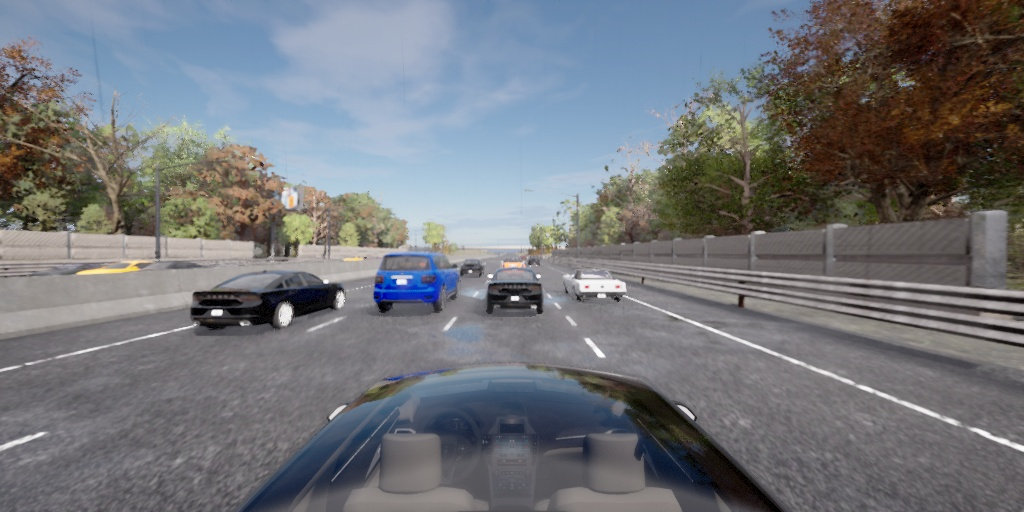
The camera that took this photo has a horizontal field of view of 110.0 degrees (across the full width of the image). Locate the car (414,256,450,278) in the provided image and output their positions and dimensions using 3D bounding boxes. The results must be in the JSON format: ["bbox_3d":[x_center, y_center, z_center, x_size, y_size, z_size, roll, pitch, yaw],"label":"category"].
[{"bbox_3d":[-6.905,0.859,31.484,2.097,1.767,4.553,0,0,0],"label":"car"}]

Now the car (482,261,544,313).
[{"bbox_3d":[0.098,1.130,13.500,1.882,1.535,5.008,0,1,0],"label":"car"}]

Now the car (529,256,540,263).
[{"bbox_3d":[3.491,0.793,58.777,1.837,1.490,4.892,0,0,0],"label":"car"}]

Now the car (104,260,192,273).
[{"bbox_3d":[-21.101,1.061,21.998,1.882,1.535,5.008,0,0,0],"label":"car"}]

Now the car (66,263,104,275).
[{"bbox_3d":[-24.601,1.051,23.159,1.882,1.535,5.008,0,0,0],"label":"car"}]

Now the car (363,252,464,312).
[{"bbox_3d":[-3.401,0.873,13.749,2.150,2.045,5.566,0,1,0],"label":"car"}]

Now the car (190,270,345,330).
[{"bbox_3d":[-6.899,1.152,10.855,1.882,1.535,5.008,0,0,0],"label":"car"}]

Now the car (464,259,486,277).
[{"bbox_3d":[-3.404,1.009,31.739,1.837,1.490,4.892,0,0,0],"label":"car"}]

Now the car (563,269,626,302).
[{"bbox_3d":[3.499,1.230,16.168,1.895,1.301,4.718,0,0,0],"label":"car"}]

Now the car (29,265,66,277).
[{"bbox_3d":[-28.100,1.136,23.275,1.994,1.385,4.181,0,0,0],"label":"car"}]

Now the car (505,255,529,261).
[{"bbox_3d":[0.095,0.859,31.453,2.097,1.767,4.553,0,0,0],"label":"car"}]

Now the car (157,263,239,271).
[{"bbox_3d":[-17.602,1.190,21.209,1.895,1.301,4.718,0,0,0],"label":"car"}]
